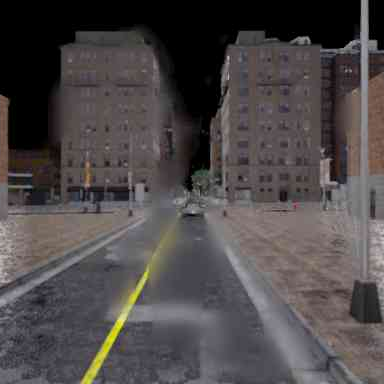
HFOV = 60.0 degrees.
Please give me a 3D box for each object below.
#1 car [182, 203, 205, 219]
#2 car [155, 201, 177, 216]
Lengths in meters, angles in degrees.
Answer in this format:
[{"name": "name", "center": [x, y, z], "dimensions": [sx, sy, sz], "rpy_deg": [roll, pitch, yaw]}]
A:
[{"name": "car", "center": [0.102, 1.636, 30.110], "dimensions": [1.994, 1.385, 4.181], "rpy_deg": [0, 0, 0]}, {"name": "car", "center": [-2.505, 1.648, 33.197], "dimensions": [2.033, 1.411, 5.357], "rpy_deg": [0, 0, 0]}]
